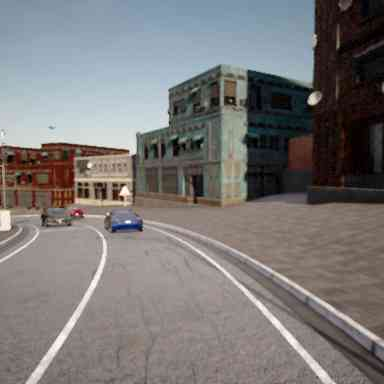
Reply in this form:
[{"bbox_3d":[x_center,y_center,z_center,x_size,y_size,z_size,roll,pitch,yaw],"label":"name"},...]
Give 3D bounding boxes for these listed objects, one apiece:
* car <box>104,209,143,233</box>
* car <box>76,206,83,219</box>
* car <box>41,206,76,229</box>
[{"bbox_3d":[-4.529,1.781,21.607,1.994,1.385,4.181,-2,-1,-22],"label":"car"},{"bbox_3d":[-13.754,2.314,37.481,1.812,1.442,4.674,-3,-1,-38],"label":"car"},{"bbox_3d":[-10.848,2.014,26.495,1.837,1.490,4.892,-2,-1,-29],"label":"car"}]
